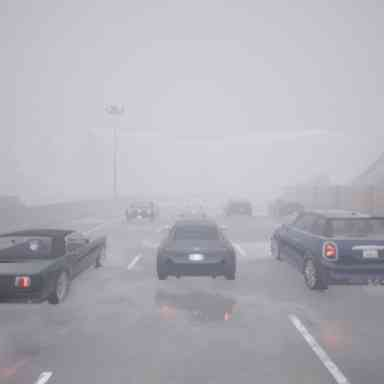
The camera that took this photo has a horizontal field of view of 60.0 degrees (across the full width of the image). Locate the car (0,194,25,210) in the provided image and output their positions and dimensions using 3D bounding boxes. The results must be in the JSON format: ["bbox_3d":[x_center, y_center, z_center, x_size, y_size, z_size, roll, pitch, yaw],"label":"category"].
[{"bbox_3d":[-14.093,1.046,24.130,2.097,1.767,4.553,0,1,0],"label":"car"}]

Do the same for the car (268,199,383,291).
[{"bbox_3d":[3.599,1.240,8.832,2.097,1.767,4.553,0,1,0],"label":"car"}]

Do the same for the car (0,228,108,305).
[{"bbox_3d":[-3.403,1.501,7.790,1.895,1.301,4.718,0,1,0],"label":"car"}]

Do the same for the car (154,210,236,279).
[{"bbox_3d":[0.099,1.442,9.640,1.994,1.385,4.181,0,1,0],"label":"car"}]

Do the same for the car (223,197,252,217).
[{"bbox_3d":[3.594,1.140,26.839,1.882,1.535,5.008,0,1,0],"label":"car"}]

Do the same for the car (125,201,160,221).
[{"bbox_3d":[-3.406,1.302,23.732,1.895,1.301,4.718,0,1,0],"label":"car"}]

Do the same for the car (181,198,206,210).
[{"bbox_3d":[0.094,1.194,26.338,1.812,1.442,4.674,0,1,0],"label":"car"}]

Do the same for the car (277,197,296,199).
[{"bbox_3d":[7.094,1.187,25.324,1.837,1.490,4.892,0,1,0],"label":"car"}]
